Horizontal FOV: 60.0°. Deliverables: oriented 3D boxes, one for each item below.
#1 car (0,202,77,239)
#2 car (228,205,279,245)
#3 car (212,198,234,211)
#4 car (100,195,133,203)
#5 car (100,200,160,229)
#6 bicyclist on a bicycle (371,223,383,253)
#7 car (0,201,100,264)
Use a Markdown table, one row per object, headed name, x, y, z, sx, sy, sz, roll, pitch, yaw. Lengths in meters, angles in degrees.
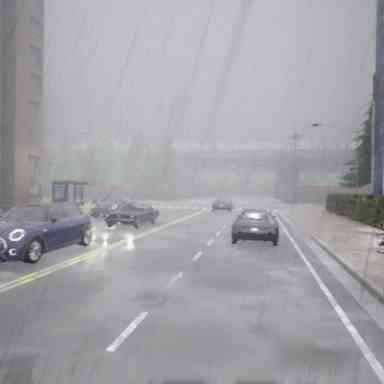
| name | x | y | z | sx | sy | sz | roll | pitch | yaw |
| --- | --- | --- | --- | --- | --- | --- | --- | --- | --- |
| car | -7.756 | 1.281 | 16.540 | 1.994 | 1.385 | 4.181 | 1 | 1 | 11 |
| car | 2.913 | 1.473 | 15.334 | 1.994 | 1.385 | 4.181 | 1 | 1 | 11 |
| car | 3.330 | 1.300 | 35.374 | 1.994 | 1.385 | 4.181 | 1 | 1 | 11 |
| car | -5.907 | 1.018 | 25.646 | 2.097 | 1.767 | 4.553 | 1 | 1 | 12 |
| car | -3.488 | 1.359 | 20.012 | 1.895 | 1.301 | 4.718 | 1 | 1 | 11 |
| bicyclist on a bicycle | 6.982 | 1.316 | 11.286 | 1.656 | 1.620 | 0.582 | 1 | 0 | 11 |
| car | -5.250 | 1.160 | 11.199 | 2.097 | 1.767 | 4.553 | 1 | 1 | 11 |
